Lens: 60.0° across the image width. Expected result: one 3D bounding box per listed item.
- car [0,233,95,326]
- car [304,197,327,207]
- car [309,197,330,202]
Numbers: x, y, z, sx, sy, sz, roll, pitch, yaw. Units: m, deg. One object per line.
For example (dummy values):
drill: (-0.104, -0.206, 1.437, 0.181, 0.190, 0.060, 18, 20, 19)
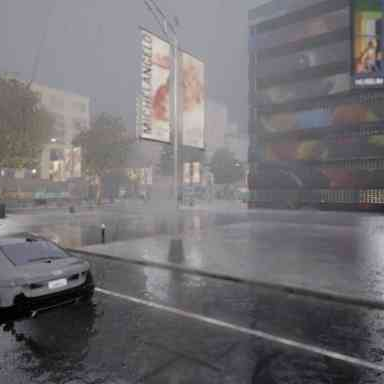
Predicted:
car: (-3.964, 1.568, 7.006, 4.181, 1.385, 1.994, 0, 0, 36)
car: (19.743, 1.492, 53.045, 2.161, 1.482, 4.786, 0, 0, 37)
car: (15.775, 1.382, 40.797, 2.002, 1.452, 4.674, 0, 0, 37)
